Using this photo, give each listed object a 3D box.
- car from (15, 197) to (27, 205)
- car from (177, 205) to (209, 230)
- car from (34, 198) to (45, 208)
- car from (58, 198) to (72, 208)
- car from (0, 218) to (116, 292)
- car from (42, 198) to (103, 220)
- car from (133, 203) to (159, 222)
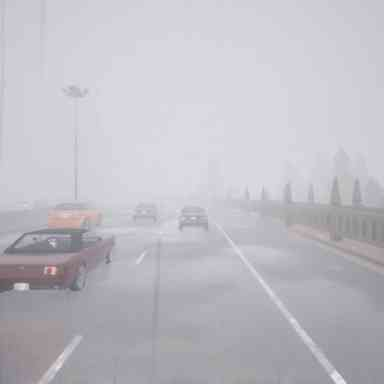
[{"bbox_3d":[-32.296,1.682,62.960,1.882,1.535,5.008,0,0,-27],"label":"car"},{"bbox_3d":[0.048,1.560,21.376,2.033,1.411,5.357,0,0,-1],"label":"car"},{"bbox_3d":[-22.941,1.639,50.810,1.812,1.442,4.674,0,0,-19],"label":"car"},{"bbox_3d":[-19.111,1.628,50.313,1.812,1.442,4.674,0,0,-18],"label":"car"},{"bbox_3d":[-3.397,1.602,8.865,1.895,1.301,4.718,0,0,0],"label":"car"},{"bbox_3d":[-6.948,1.363,20.265,2.097,1.767,4.553,0,0,-1],"label":"car"},{"bbox_3d":[-3.682,1.568,26.863,2.033,1.411,5.357,0,0,-4],"label":"car"}]
